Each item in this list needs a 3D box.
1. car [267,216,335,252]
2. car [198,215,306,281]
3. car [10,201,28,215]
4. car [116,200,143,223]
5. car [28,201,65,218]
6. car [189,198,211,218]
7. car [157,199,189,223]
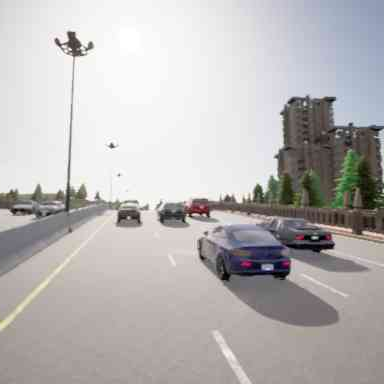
[{"bbox_3d":[4.158,1.784,14.932,2.033,1.411,5.357,1,-1,-10],"label":"car"},{"bbox_3d":[1.426,1.665,10.309,1.812,1.442,4.674,1,-1,-10],"label":"car"},{"bbox_3d":[-17.407,1.625,35.225,2.033,1.411,5.357,1,-1,-10],"label":"car"},{"bbox_3d":[-5.182,1.713,27.506,1.837,1.490,4.892,1,-1,-10],"label":"car"},{"bbox_3d":[-13.099,1.597,30.946,2.128,1.511,4.902,1,0,-10],"label":"car"},{"bbox_3d":[0.484,1.619,35.654,2.150,2.045,5.566,1,0,-10],"label":"car"},{"bbox_3d":[-1.861,1.633,28.831,2.097,1.767,4.553,1,-1,-10],"label":"car"}]
